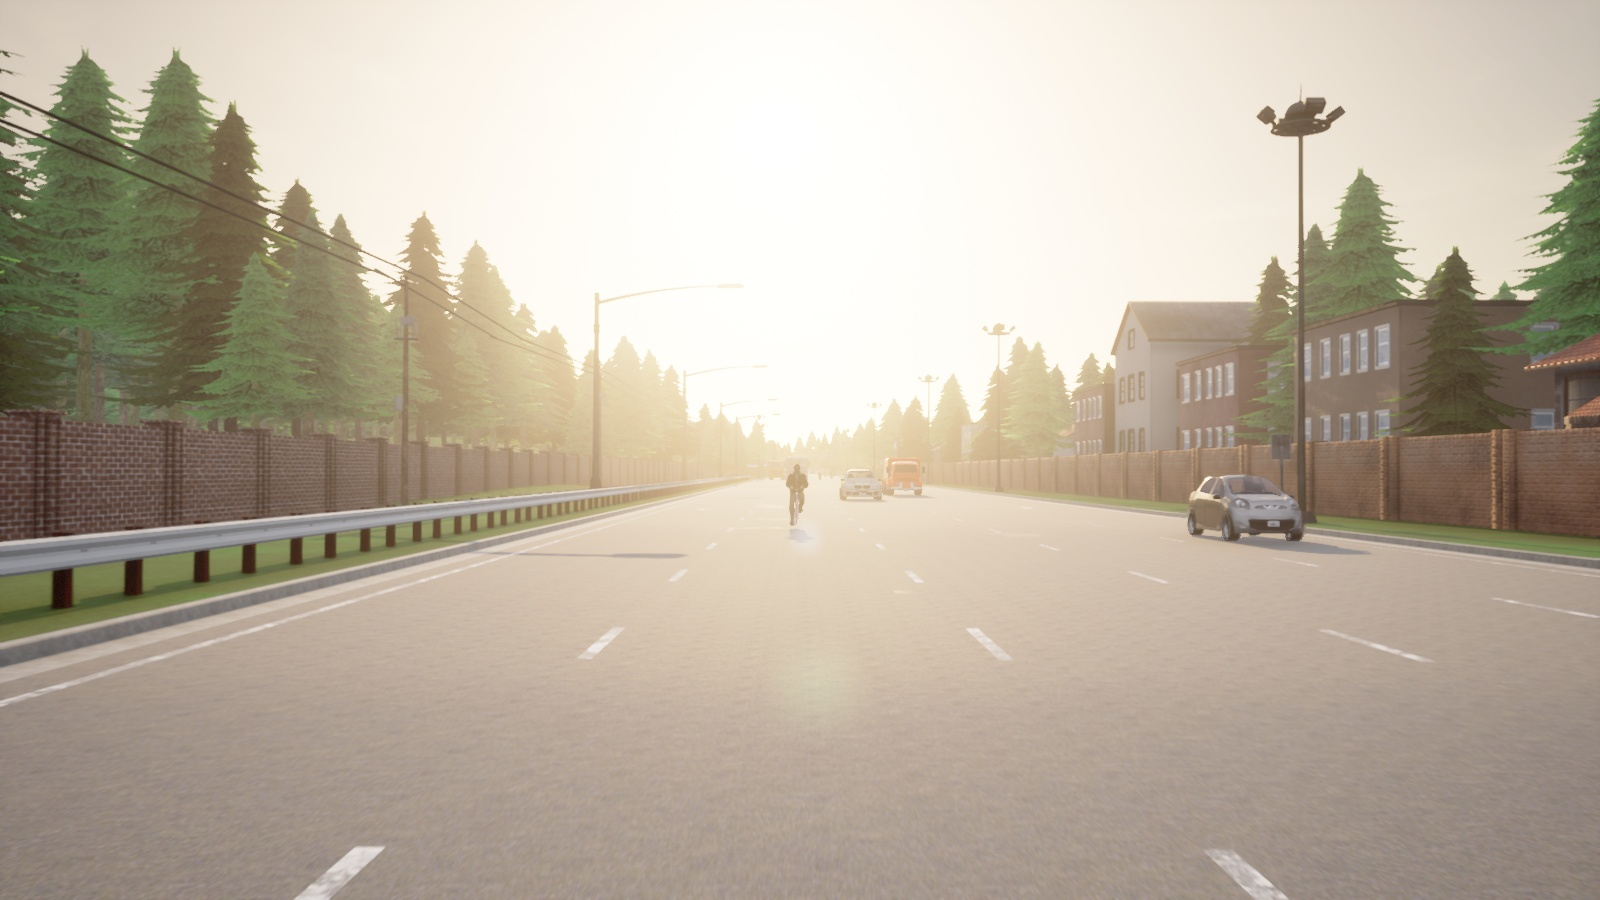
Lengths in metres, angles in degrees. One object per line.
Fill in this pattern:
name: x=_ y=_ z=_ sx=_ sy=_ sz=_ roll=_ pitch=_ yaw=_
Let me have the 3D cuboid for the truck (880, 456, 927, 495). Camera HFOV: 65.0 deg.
truck: x=6.793 y=1.686 z=82.726 sx=2.627 sy=2.467 sz=5.204 roll=0 pitch=-1 yaw=0

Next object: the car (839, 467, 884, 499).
car: x=3.329 y=1.801 z=68.988 sx=2.242 sy=1.667 sz=4.611 roll=0 pitch=-1 yaw=0

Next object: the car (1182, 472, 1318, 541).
car: x=10.427 y=1.278 z=29.365 sx=1.845 sy=1.501 sz=3.633 roll=0 pitch=-1 yaw=0
